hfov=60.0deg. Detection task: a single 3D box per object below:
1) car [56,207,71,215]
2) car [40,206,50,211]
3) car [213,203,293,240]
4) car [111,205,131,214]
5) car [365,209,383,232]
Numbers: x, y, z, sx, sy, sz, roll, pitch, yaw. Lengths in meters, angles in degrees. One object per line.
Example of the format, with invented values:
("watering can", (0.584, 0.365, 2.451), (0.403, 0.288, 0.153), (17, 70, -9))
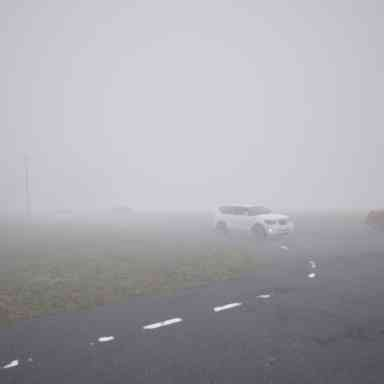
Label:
("car", (-23.000, 3.403, 59.578), (1.994, 1.385, 4.181), (-2, 0, -31))
("car", (-38.101, 4.211, 86.088), (2.033, 1.411, 5.357), (-2, -1, -32))
("car", (3.660, 1.752, 21.159), (2.150, 2.045, 5.566), (-2, 0, -35))
("car", (-11.898, 2.824, 55.216), (1.882, 1.535, 5.008), (-2, 0, -35))
("car", (13.315, 1.355, 19.655), (2.150, 2.045, 5.566), (-2, -1, -35))
